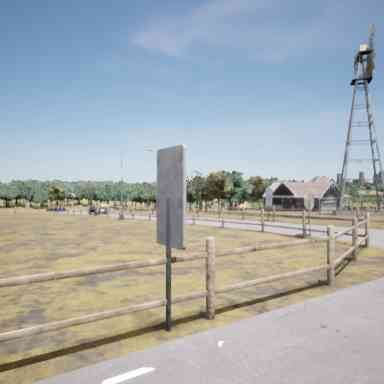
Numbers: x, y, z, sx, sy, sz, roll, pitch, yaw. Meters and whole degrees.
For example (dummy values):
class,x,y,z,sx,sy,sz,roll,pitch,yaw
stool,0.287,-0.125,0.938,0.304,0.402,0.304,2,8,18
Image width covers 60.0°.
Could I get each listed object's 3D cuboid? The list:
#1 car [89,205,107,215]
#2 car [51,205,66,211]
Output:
class,x,y,z,sx,sy,sz,roll,pitch,yaw
car,-14.943,2.782,52.408,2.128,1.511,4.902,0,-2,-35
car,-32.826,4.156,82.733,2.097,1.767,4.553,0,-3,-35
